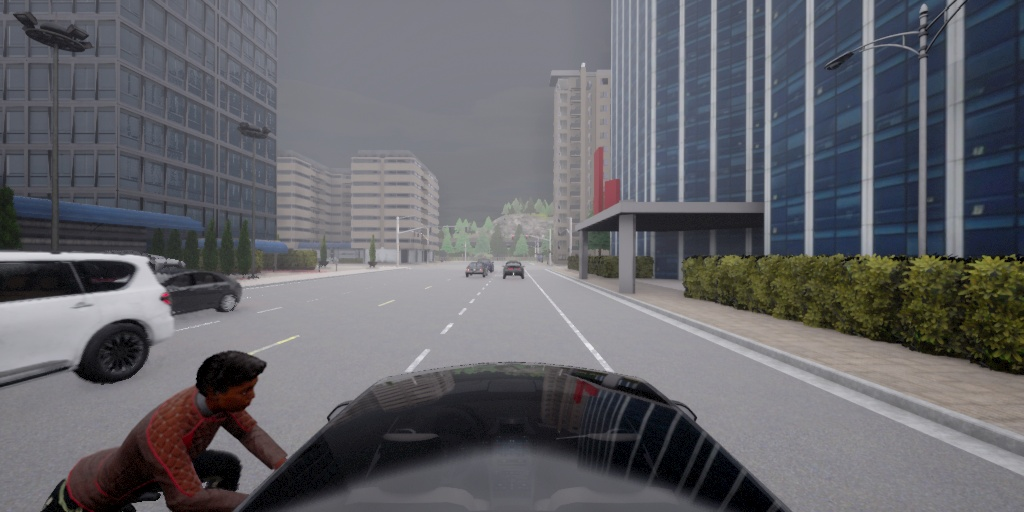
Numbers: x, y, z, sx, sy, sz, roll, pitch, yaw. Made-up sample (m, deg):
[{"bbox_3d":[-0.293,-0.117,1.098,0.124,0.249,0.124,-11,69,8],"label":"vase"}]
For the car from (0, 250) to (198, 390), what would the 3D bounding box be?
[{"bbox_3d":[-7.138,0.937,4.071,2.150,2.045,5.566,0,0,0],"label":"car"}]

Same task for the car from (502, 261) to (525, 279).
[{"bbox_3d":[0.141,1.262,33.179,1.837,1.490,4.892,0,0,0],"label":"car"}]

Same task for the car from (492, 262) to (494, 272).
[{"bbox_3d":[-3.356,1.093,44.285,2.097,1.767,4.553,0,0,1],"label":"car"}]

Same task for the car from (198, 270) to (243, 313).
[{"bbox_3d":[-10.618,1.202,10.903,1.837,1.490,4.892,0,0,0],"label":"car"}]

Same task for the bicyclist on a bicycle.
[{"bbox_3d":[-1.393,1.240,1.636,1.656,1.620,0.582,-1,7,-9],"label":"bicyclist on a bicycle"}]

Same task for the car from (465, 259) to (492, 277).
[{"bbox_3d":[-3.369,1.286,34.746,2.033,1.411,5.357,0,0,0],"label":"car"}]
